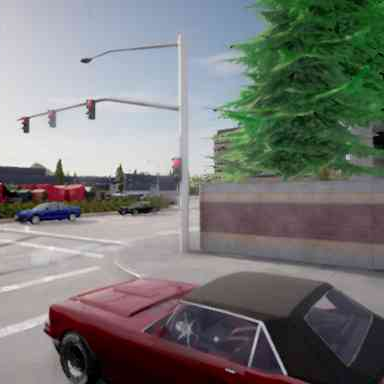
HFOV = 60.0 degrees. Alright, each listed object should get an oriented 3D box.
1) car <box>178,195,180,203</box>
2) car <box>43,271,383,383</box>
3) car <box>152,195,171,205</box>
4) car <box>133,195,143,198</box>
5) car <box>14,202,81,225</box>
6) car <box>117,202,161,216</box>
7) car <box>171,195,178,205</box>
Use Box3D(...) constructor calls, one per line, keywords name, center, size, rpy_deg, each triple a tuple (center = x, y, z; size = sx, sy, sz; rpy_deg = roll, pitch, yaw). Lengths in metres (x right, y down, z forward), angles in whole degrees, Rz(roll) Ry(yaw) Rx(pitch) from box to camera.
Box3D(name="car", center=(-4.004, 1.733, 73.645), size=(3.806, 1.475, 1.970), rpy_deg=(-1, 0, 35))
Box3D(name="car", center=(0.409, 1.613, 3.693), size=(4.718, 1.301, 1.895), rpy_deg=(0, 0, 36))
Box3D(name="car", center=(-7.201, 1.490, 69.073), size=(4.605, 1.855, 1.932), rpy_deg=(-1, 0, 35))
Box3D(name="car", center=(-12.960, 1.844, 87.103), size=(3.806, 1.475, 1.970), rpy_deg=(-1, 0, 35))
Box3D(name="car", center=(-11.072, 1.598, 25.812), size=(1.882, 1.535, 5.008), rpy_deg=(-1, 0, 35))
Box3D(name="car", center=(-5.351, 1.722, 33.953), size=(1.895, 1.301, 4.718), rpy_deg=(-1, 0, 35))
Box3D(name="car", center=(-5.684, 1.701, 71.287), size=(3.905, 1.438, 1.784), rpy_deg=(-1, 0, 35))
